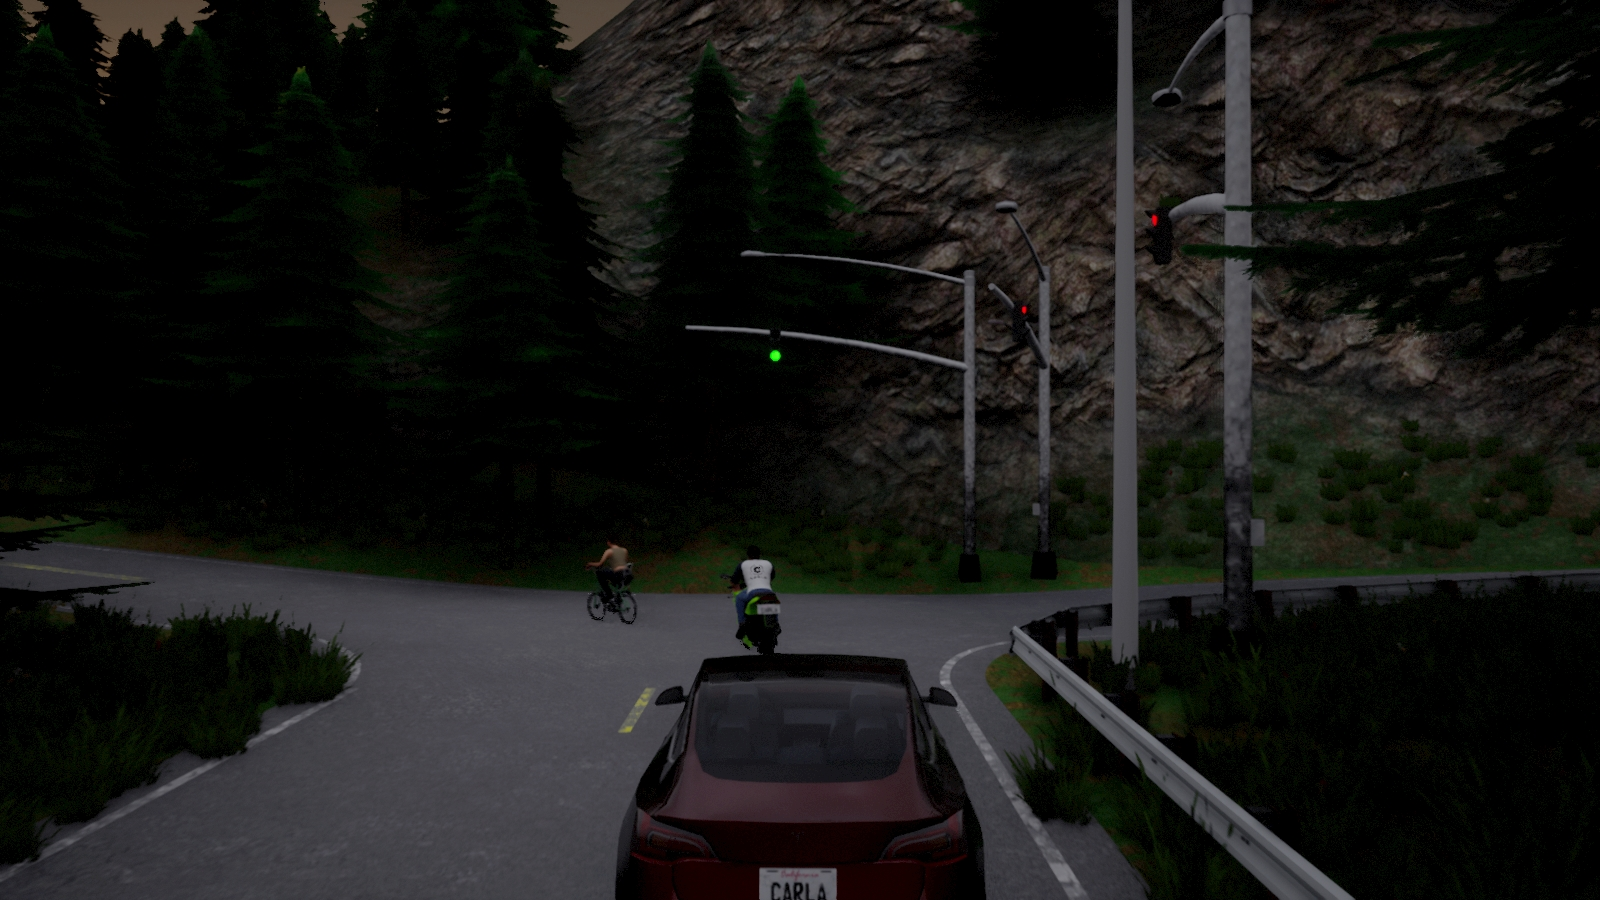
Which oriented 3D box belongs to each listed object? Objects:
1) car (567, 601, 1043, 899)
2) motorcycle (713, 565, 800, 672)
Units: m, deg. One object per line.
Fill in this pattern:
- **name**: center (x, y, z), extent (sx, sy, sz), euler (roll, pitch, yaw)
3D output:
- **car**: center (0.061, 2.066, 7.585), extent (2.163, 1.488, 4.792), euler (0, 0, 1)
- **motorcycle**: center (-0.621, 2.226, 15.422), extent (0.803, 1.145, 2.033), euler (-1, -1, -13)
